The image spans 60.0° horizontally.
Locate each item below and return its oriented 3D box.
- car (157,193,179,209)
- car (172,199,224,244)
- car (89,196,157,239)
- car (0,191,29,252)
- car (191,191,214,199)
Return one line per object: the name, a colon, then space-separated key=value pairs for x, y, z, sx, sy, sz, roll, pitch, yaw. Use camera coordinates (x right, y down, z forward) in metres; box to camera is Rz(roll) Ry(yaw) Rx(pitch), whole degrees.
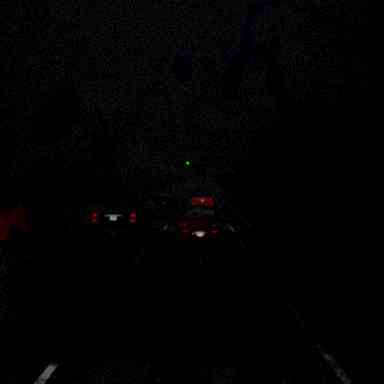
car: x=-2.425 y=0.827 z=32.911 sx=1.882 sy=1.535 sz=5.008 roll=0 pitch=1 yaw=3
car: x=0.344 y=1.248 z=13.978 sx=1.812 sy=1.442 sz=4.674 roll=0 pitch=1 yaw=1
car: x=-3.113 y=1.044 z=15.504 sx=2.097 sy=1.767 sz=4.553 roll=0 pitch=1 yaw=2
car: x=-6.971 y=1.026 z=9.660 sx=2.150 sy=2.045 sz=5.566 roll=0 pitch=1 yaw=1
car: x=0.995 y=0.738 z=31.107 sx=2.097 sy=1.767 sz=4.553 roll=0 pitch=1 yaw=3
